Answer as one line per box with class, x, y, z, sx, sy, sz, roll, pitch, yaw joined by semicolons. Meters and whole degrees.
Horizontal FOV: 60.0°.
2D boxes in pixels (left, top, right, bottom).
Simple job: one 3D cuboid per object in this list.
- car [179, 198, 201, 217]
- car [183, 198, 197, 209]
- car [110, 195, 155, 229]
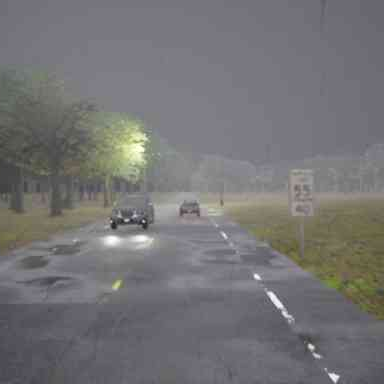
car;-0.188;1.468;31.261;2.128;1.511;4.902;0;0;0
car;-0.290;1.627;48.127;1.882;1.535;5.008;0;-1;0
car;-3.659;1.219;21.337;2.150;2.045;5.566;0;0;0
